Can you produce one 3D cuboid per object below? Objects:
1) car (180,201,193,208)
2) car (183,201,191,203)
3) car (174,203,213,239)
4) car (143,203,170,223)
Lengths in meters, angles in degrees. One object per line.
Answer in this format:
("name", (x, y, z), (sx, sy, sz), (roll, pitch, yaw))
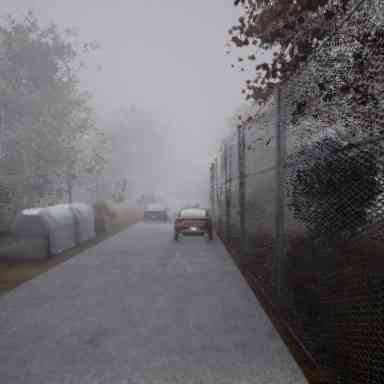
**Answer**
("car", (-1.030, 2.572, 68.169), (2.033, 1.411, 5.357), (0, -2, 7))
("car", (0.074, 1.903, 38.144), (1.994, 1.385, 4.181), (0, -1, 1))
("car", (0.066, 1.544, 17.647), (1.882, 1.535, 5.008), (0, 0, 0))
("car", (-2.902, 1.653, 27.817), (1.882, 1.535, 5.008), (0, -1, 0))
